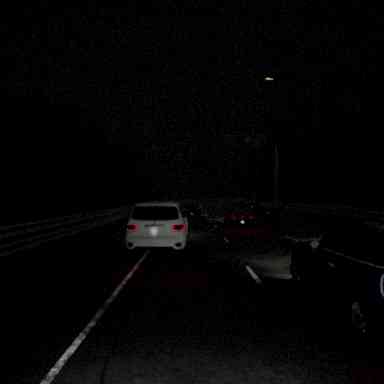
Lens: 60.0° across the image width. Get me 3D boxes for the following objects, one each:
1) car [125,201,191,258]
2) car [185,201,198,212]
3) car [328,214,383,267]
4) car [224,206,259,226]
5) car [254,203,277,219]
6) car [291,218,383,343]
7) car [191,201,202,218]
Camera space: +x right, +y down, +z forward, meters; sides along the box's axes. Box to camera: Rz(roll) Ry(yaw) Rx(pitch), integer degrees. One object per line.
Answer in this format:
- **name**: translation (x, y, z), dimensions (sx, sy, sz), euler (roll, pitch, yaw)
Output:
- **car**: translation (-1.241, 1.364, 13.541), dimensions (2.150, 2.045, 5.566), euler (0, -1, 0)
- **car**: translation (-0.050, 2.027, 47.671), dimensions (1.837, 1.490, 4.892), euler (0, 0, 0)
- **car**: translation (7.086, 1.671, 12.094), dimensions (2.033, 1.411, 5.357), euler (0, -1, 0)
- **car**: translation (3.571, 1.871, 25.766), dimensions (1.895, 1.301, 4.718), euler (0, -1, 0)
- **car**: translation (7.062, 1.829, 33.212), dimensions (1.882, 1.535, 5.008), euler (0, -1, 0)
- **car**: translation (3.593, 1.421, 6.735), dimensions (2.097, 1.767, 4.553), euler (0, -1, 0)
- **car**: translation (-0.007, 1.877, 35.030), dimensions (1.837, 1.490, 4.892), euler (0, -1, 0)
